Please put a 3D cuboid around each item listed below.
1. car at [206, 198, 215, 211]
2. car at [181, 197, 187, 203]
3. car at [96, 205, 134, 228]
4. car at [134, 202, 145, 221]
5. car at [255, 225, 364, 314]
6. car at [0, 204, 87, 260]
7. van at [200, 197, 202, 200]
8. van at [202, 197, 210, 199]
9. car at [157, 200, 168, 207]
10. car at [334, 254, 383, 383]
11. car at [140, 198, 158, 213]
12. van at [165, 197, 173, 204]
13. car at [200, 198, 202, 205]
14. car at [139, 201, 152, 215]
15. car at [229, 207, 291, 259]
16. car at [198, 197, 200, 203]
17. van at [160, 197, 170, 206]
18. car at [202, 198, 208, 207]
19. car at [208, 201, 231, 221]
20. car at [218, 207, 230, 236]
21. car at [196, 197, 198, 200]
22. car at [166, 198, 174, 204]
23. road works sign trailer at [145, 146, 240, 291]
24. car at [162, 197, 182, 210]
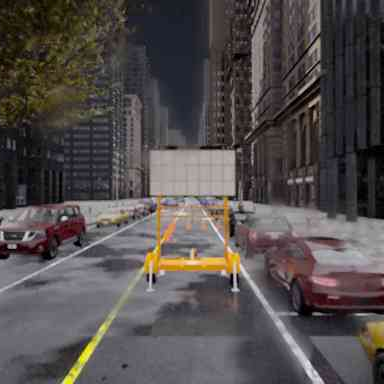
[{"bbox_3d":[2.827,1.752,35.839,1.967,1.590,4.097,0,-1,0],"label":"car"},{"bbox_3d":[-2.844,2.167,89.224,2.097,1.767,4.553,0,-1,0],"label":"car"},{"bbox_3d":[-5.718,1.744,24.320,1.752,1.417,4.829,0,-1,0],"label":"car"},{"bbox_3d":[-5.708,1.853,30.167,1.802,1.307,4.206,0,-1,0],"label":"car"},{"bbox_3d":[2.779,1.644,7.452,1.802,1.307,4.206,0,0,0],"label":"car"},{"bbox_3d":[-5.737,1.435,13.137,2.192,1.841,5.009,0,0,0],"label":"car"},{"bbox_3d":[2.875,1.910,64.228,1.690,1.788,3.998,0,-1,0],"label":"van"},{"bbox_3d":[2.855,1.806,52.873,1.690,1.788,3.998,0,-1,0],"label":"van"},{"bbox_3d":[-5.650,2.160,64.230,1.802,1.307,4.206,0,-1,0],"label":"car"},{"bbox_3d":[2.769,1.540,1.945,1.752,1.417,4.829,0,0,0],"label":"car"},{"bbox_3d":[-5.689,1.687,41.524,2.192,1.841,5.009,0,-1,0],"label":"car"},{"bbox_3d":[-5.621,2.077,81.264,1.690,1.788,3.998,0,-1,0],"label":"van"},{"bbox_3d":[2.866,2.061,58.549,1.887,1.381,4.507,0,-1,0],"label":"car"},{"bbox_3d":[-5.698,1.903,35.844,1.802,1.307,4.206,0,-1,0],"label":"car"},{"bbox_3d":[2.788,1.551,13.130,1.967,1.590,4.097,0,-1,0],"label":"car"},{"bbox_3d":[2.894,2.114,75.581,1.967,1.590,4.097,0,-1,0],"label":"car"},{"bbox_3d":[-5.641,1.972,69.910,1.690,1.788,3.998,0,-1,0],"label":"van"},{"bbox_3d":[2.846,1.964,47.194,2.008,1.369,4.403,0,-1,0],"label":"car"},{"bbox_3d":[2.817,1.812,30.161,2.008,1.369,4.403,0,-1,0],"label":"car"},{"bbox_3d":[2.798,1.727,18.807,1.947,1.339,4.313,0,-1,0],"label":"car"},{"bbox_3d":[2.913,2.095,86.937,2.192,1.841,5.009,0,-1,0],"label":"car"},{"bbox_3d":[-5.612,2.313,86.769,1.752,1.417,4.829,0,-1,0],"label":"car"},{"bbox_3d":[0.019,0.544,9.199,2.380,3.560,2.880,0,0,0],"label":"road works sign trailer"},{"bbox_3d":[-2.930,1.925,50.315,1.882,1.535,5.008,0,-1,1],"label":"car"}]
